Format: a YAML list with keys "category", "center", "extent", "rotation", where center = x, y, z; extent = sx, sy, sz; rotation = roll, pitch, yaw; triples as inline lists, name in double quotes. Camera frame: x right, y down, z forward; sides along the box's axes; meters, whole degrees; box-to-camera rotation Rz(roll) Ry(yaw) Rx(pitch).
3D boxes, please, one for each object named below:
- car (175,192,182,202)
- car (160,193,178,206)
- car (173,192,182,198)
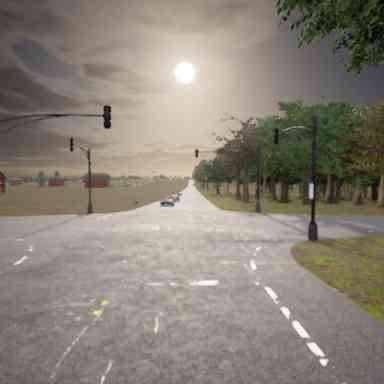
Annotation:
- category: "car"
  center: [-3.407, 1.093, 64.958]
  extent: [2.128, 1.511, 4.902]
  rotation: [0, 1, 0]
- category: "car"
  center: [-3.527, 1.302, 48.080]
  extent: [2.033, 1.411, 5.357]
  rotation: [0, 0, 1]
- category: "car"
  center: [-3.356, 0.682, 79.110]
  extent: [1.895, 1.301, 4.718]
  rotation: [0, 1, 0]
